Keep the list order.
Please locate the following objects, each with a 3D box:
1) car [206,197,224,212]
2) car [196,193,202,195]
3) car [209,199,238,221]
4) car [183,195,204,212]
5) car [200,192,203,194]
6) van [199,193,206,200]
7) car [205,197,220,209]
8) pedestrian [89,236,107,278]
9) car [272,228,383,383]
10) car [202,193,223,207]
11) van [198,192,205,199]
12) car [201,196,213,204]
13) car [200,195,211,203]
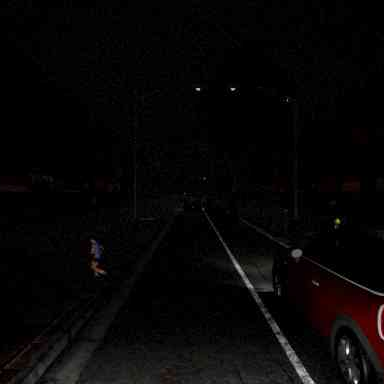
[{"bbox_3d":[2.637,1.455,32.532,1.752,1.417,4.829,0,0,0],"label":"car"},{"bbox_3d":[0.077,1.349,48.016,1.882,1.535,5.008,0,0,0],"label":"car"},{"bbox_3d":[2.637,1.517,26.817,1.947,1.339,4.313,0,0,0],"label":"car"},{"bbox_3d":[0.090,1.392,36.705,1.882,1.535,5.008,0,0,0],"label":"car"},{"bbox_3d":[2.640,1.283,54.546,1.967,1.590,4.097,0,0,0],"label":"car"},{"bbox_3d":[2.641,1.042,82.275,1.690,1.788,3.998,0,0,0],"label":"van"},{"bbox_3d":[2.638,1.413,43.624,1.752,1.417,4.829,0,0,0],"label":"car"},{"bbox_3d":[-2.319,1.520,8.084,0.500,1.100,0.500,0,0,0],"label":"pedestrian"},{"bbox_3d":[2.749,1.350,5.280,2.097,1.767,4.553,0,0,0],"label":"car"},{"bbox_3d":[2.637,1.224,37.907,2.192,1.841,5.009,0,0,0],"label":"car"},{"bbox_3d":[2.641,0.983,93.366,1.690,1.788,3.998,0,0,0],"label":"van"},{"bbox_3d":[2.640,1.368,60.094,2.008,1.369,4.403,0,0,0],"label":"car"},{"bbox_3d":[2.640,1.339,65.639,2.008,1.369,4.403,0,0,0],"label":"car"}]
